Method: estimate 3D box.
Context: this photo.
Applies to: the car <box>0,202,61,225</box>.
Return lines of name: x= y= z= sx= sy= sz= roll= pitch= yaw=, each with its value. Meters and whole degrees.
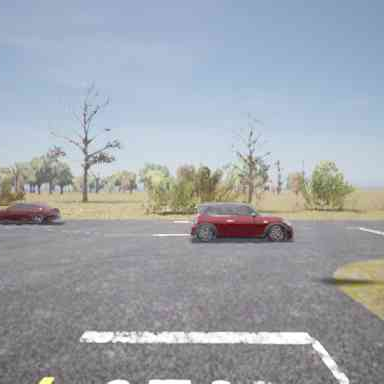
car: x=-11.087 y=1.388 z=21.948 sx=4.674 sy=1.442 sz=1.812 roll=0 pitch=0 yaw=-1

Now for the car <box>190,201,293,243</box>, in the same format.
car: x=2.168 y=1.284 z=15.079 sx=4.553 sy=1.767 sz=2.097 roll=0 pitch=0 yaw=-1
